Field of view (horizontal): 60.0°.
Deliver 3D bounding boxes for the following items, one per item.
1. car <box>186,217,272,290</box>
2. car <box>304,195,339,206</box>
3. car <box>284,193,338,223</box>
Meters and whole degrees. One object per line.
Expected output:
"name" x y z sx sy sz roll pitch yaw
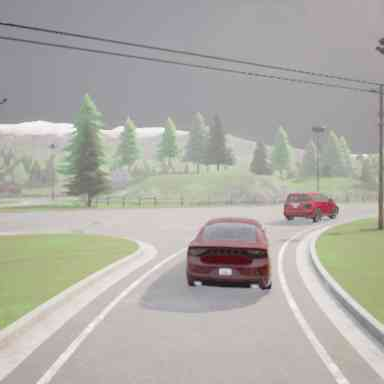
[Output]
"car" 1.130 1.418 9.060 1.882 1.535 5.008 0 1 11
"car" 18.124 1.222 46.598 4.674 1.442 1.812 0 0 -25
"car" 8.733 1.065 24.303 2.150 2.045 5.566 0 0 42
